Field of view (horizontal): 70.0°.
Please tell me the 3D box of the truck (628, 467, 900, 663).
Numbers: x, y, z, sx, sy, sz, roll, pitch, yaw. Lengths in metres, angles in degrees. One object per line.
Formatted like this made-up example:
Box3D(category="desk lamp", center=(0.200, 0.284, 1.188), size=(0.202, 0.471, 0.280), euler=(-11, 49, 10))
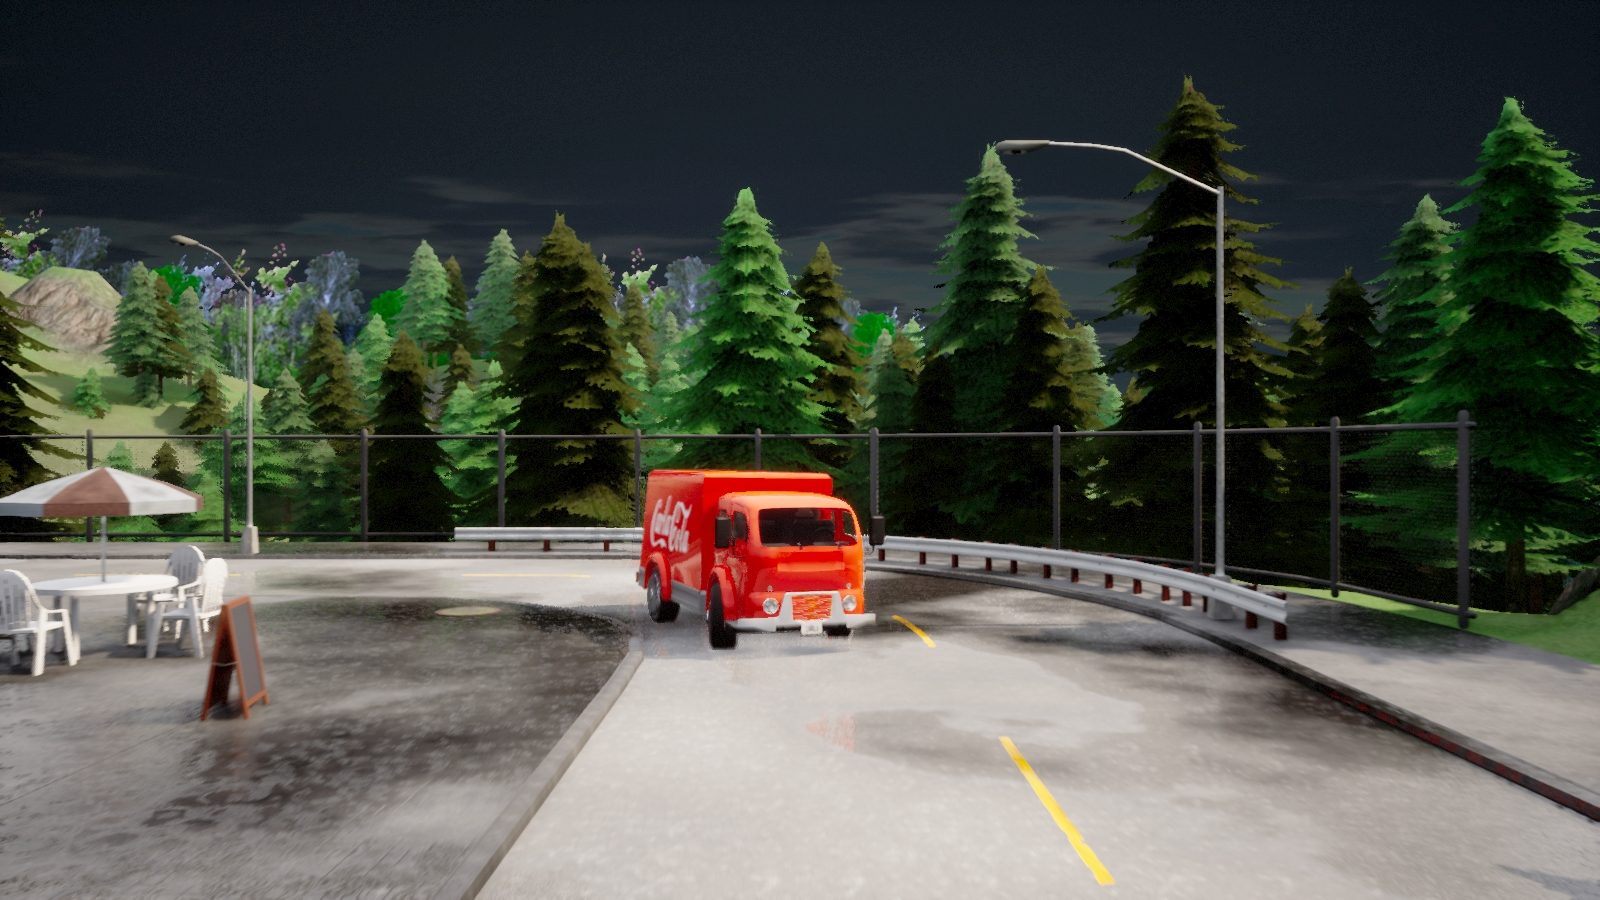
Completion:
Box3D(category="truck", center=(-0.789, 1.561, 17.869), size=(2.627, 2.467, 5.204), euler=(1, 0, -21))
